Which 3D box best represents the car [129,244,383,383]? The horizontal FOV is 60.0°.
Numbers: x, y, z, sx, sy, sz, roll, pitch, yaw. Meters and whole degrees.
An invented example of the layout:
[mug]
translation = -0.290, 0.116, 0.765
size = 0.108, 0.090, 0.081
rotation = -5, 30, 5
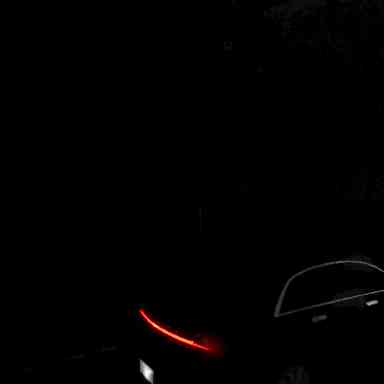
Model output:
[car]
translation = 1.579, 1.502, 4.576
size = 4.892, 1.490, 1.837
rotation = 0, 0, -34
